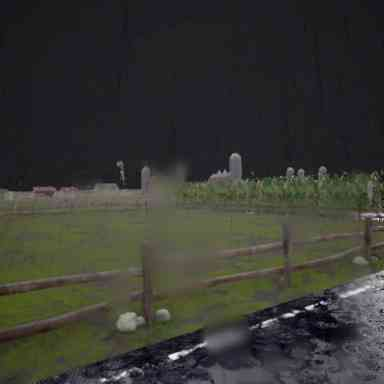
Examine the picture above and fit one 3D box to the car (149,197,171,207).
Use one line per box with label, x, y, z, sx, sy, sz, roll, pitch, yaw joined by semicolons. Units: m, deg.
car;-5.109;1.536;52.523;1.882;1.535;5.008;-1;0;-35
